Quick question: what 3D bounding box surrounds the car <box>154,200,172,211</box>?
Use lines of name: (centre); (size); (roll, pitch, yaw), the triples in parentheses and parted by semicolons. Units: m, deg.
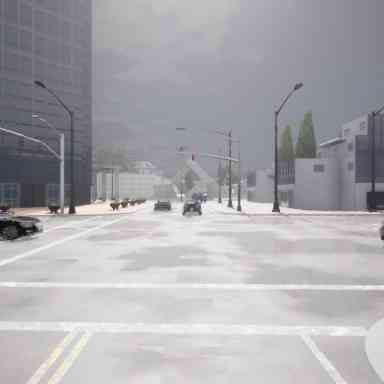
car: (-3.615, 1.601, 41.563); (1.895, 1.301, 4.718); (0, 0, 0)

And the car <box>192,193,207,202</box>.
car: (1.517, 1.221, 69.570); (2.150, 2.045, 5.566); (0, 0, 15)

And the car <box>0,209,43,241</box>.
car: (-9.919, 1.543, 16.237); (4.902, 1.511, 2.128); (0, 0, -2)

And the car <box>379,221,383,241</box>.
car: (9.888, 1.499, 12.807); (4.892, 1.490, 1.837); (0, 0, 0)

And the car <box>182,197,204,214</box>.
car: (0.018, 1.526, 34.955); (1.812, 1.442, 4.674); (0, 0, 1)
